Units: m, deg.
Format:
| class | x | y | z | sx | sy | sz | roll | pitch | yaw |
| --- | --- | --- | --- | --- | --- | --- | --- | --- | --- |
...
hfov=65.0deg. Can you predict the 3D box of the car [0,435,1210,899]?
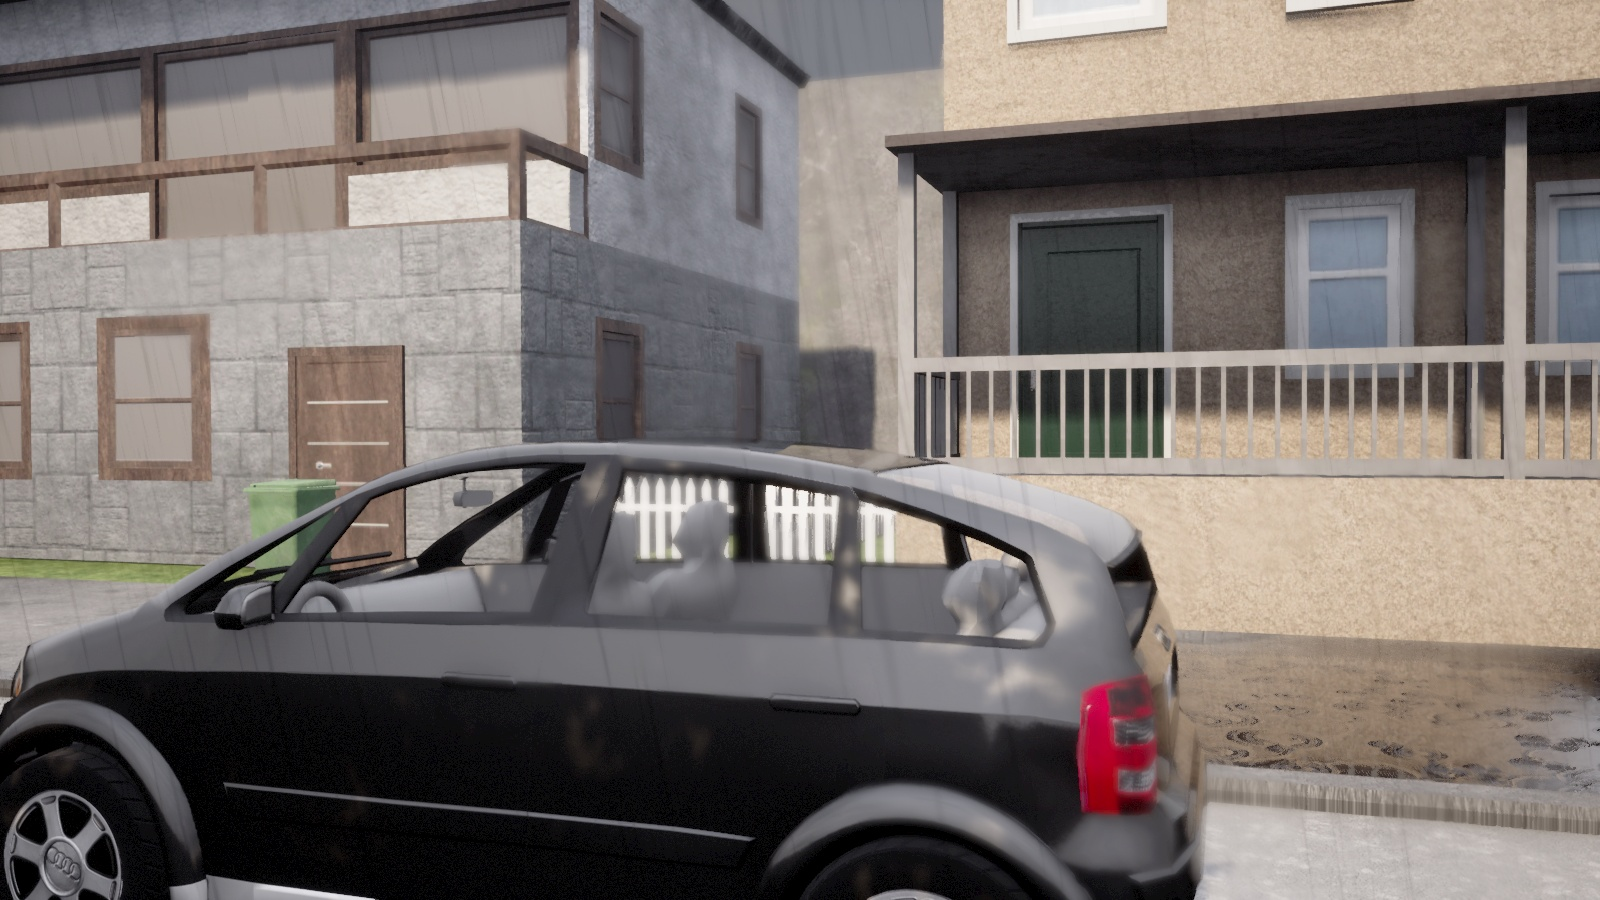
| class | x | y | z | sx | sy | sz | roll | pitch | yaw |
| --- | --- | --- | --- | --- | --- | --- | --- | --- | --- |
| car | -0.673 | 0.738 | 3.952 | 3.705 | 1.549 | 1.789 | 0 | 1 | 19 |
